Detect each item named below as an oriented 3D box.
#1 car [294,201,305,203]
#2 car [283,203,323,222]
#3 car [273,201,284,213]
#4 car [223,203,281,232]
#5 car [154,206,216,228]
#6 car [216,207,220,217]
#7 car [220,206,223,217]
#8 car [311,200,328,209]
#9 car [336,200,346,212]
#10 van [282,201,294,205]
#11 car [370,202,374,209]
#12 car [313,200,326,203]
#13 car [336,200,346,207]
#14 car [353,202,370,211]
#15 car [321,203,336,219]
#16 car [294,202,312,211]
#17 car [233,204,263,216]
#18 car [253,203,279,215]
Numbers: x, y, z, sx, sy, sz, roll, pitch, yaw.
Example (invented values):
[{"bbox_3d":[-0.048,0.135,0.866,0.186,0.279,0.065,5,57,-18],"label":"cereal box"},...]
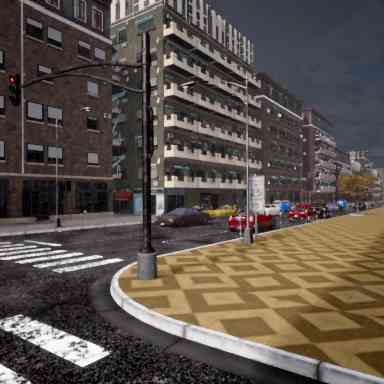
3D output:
[{"bbox_3d":[16.652,2.361,54.777,1.967,1.590,4.097,-2,-2,35],"label":"car"},{"bbox_3d":[10.555,2.032,31.486,1.887,1.381,4.507,-2,-2,35],"label":"car"},{"bbox_3d":[8.746,2.147,38.884,1.812,1.442,4.674,-1,-1,35],"label":"car"},{"bbox_3d":[4.093,1.751,22.219,1.967,1.590,4.097,-2,-2,35],"label":"car"},{"bbox_3d":[-0.583,1.915,25.547,2.033,1.411,5.357,-1,-1,35],"label":"car"},{"bbox_3d":[0.404,2.002,31.462,1.752,1.417,4.829,-2,-2,35],"label":"car"},{"bbox_3d":[3.635,2.091,36.096,1.752,1.417,4.829,-2,-2,35],"label":"car"},{"bbox_3d":[26.342,2.501,68.685,2.192,1.841,5.009,-2,-2,35],"label":"car"},{"bbox_3d":[23.425,2.468,54.417,2.033,1.411,5.357,-1,-1,36],"label":"car"},{"bbox_3d":[13.421,2.174,50.145,1.690,1.788,3.998,-2,-2,35],"label":"van"},{"bbox_3d":[36.397,2.745,68.563,2.008,1.369,4.403,-2,-2,35],"label":"car"},{"bbox_3d":[17.621,2.267,46.077,1.837,1.490,4.892,-1,-1,35],"label":"car"},{"bbox_3d":[39.166,2.883,87.162,1.690,1.788,3.998,-2,-2,35],"label":"car"},{"bbox_3d":[29.937,2.583,59.293,1.947,1.339,4.313,-2,-2,35],"label":"car"},{"bbox_3d":[13.786,2.141,36.120,1.947,1.339,4.313,-2,-2,35],"label":"car"},{"bbox_3d":[19.884,2.554,59.409,1.887,1.381,4.507,-2,-2,35],"label":"car"},{"bbox_3d":[6.963,2.222,40.870,1.947,1.339,4.313,-2,-2,35],"label":"car"},{"bbox_3d":[10.192,2.289,45.505,1.887,1.381,4.507,-2,-2,35],"label":"car"}]
